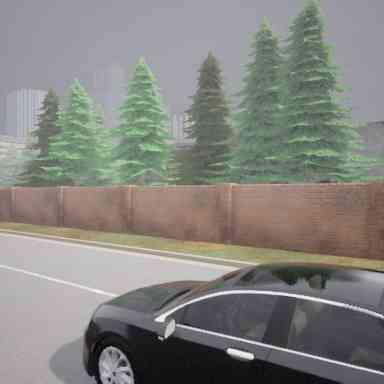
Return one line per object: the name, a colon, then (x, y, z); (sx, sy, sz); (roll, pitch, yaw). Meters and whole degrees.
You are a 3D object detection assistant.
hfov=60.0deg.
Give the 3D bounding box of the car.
car: (0.927, 1.504, 3.332); (4.892, 1.490, 1.837); (0, 0, 35)
